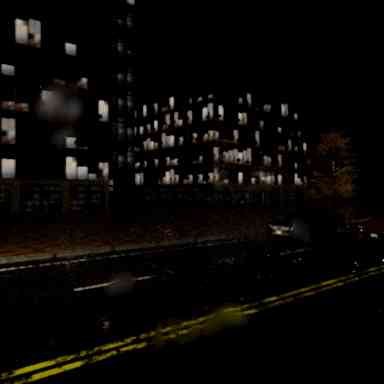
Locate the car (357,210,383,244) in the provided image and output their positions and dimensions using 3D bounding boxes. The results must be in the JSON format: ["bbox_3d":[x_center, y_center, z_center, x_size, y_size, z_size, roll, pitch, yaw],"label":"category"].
[{"bbox_3d":[9.224,1.458,14.767,5.008,1.535,1.882,0,0,-38],"label":"car"}]

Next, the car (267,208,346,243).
[{"bbox_3d":[5.666,1.512,16.118,4.674,1.442,1.812,0,0,-38],"label":"car"}]
